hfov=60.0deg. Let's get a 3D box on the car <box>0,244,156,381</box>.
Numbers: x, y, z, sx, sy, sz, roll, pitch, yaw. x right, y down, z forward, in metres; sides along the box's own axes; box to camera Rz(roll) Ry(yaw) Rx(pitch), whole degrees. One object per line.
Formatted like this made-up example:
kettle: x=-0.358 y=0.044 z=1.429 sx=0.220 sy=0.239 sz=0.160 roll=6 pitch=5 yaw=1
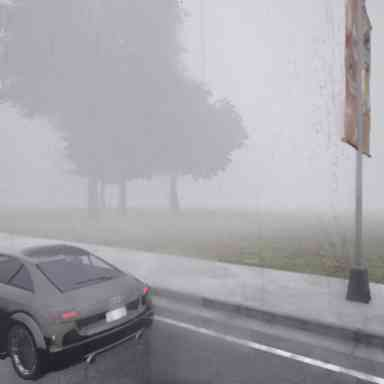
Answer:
car: x=-2.632 y=1.594 z=5.560 sx=4.181 sy=1.385 sz=1.994 roll=0 pitch=0 yaw=35
